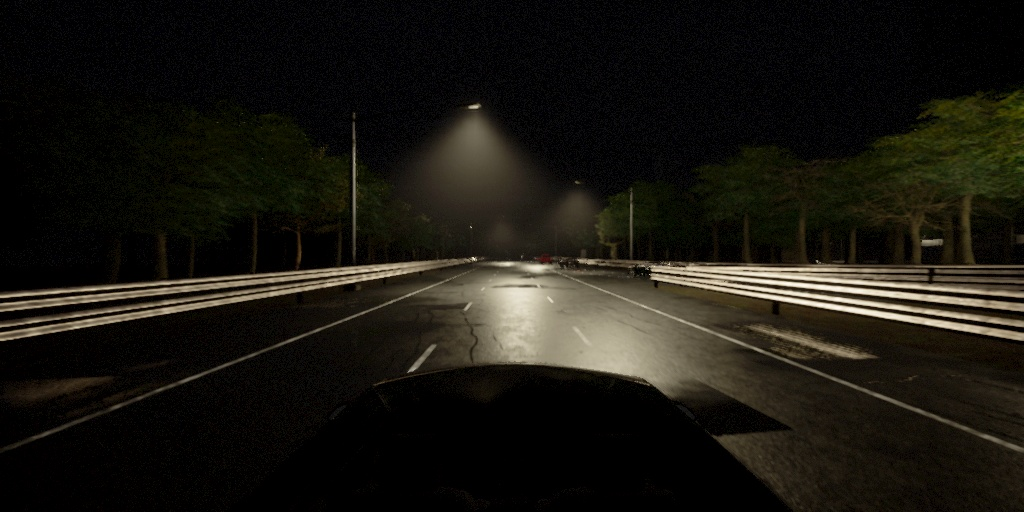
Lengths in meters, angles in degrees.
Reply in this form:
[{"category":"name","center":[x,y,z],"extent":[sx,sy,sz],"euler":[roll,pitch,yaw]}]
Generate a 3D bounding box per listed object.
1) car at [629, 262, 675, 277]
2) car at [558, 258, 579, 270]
[{"category":"car","center":[12.311,1.237,31.786],"extent":[1.994,1.385,4.181],"euler":[0,0,-21]},{"category":"car","center":[7.946,1.053,50.330],"extent":[1.837,1.490,4.892],"euler":[-1,0,-9]}]
